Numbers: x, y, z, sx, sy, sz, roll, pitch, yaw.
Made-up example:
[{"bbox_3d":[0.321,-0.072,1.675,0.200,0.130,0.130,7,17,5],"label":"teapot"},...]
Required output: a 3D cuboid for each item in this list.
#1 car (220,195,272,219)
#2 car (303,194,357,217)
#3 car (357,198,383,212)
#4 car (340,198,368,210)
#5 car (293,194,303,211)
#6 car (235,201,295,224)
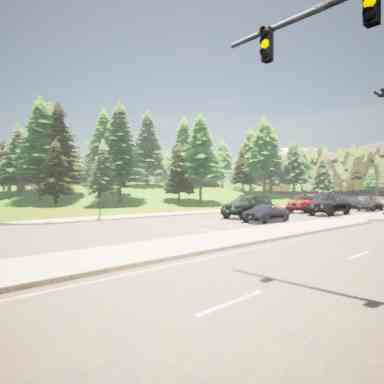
[{"bbox_3d":[4.944,1.271,29.220,5.566,2.045,2.150,0,0,-42],"label":"car"},{"bbox_3d":[13.443,1.250,32.279,5.566,2.045,2.150,0,0,-42],"label":"car"},{"bbox_3d":[21.097,1.544,39.288,4.674,1.442,1.812,0,0,-42],"label":"car"},{"bbox_3d":[21.824,1.554,44.695,4.674,1.442,1.812,-1,0,-42],"label":"car"},{"bbox_3d":[12.544,1.258,36.193,5.566,2.045,2.150,-1,0,-41],"label":"car"},{"bbox_3d":[5.582,1.602,25.047,4.181,1.385,1.994,0,0,-43],"label":"car"}]
